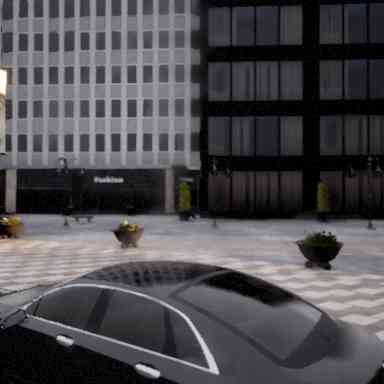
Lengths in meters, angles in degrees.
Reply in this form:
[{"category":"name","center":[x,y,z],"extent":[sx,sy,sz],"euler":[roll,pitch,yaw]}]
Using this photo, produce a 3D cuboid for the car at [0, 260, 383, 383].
[{"category":"car","center":[-0.615,1.546,3.674],"extent":[4.892,1.490,1.837],"euler":[0,-1,34]}]
